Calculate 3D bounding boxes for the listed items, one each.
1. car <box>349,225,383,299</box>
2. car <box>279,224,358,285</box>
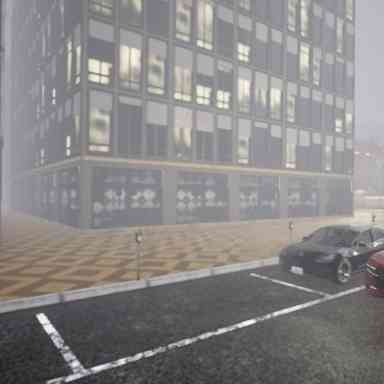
[{"bbox_3d":[5.897,1.553,7.592,5.008,1.535,1.882,1,0,-35],"label":"car"},{"bbox_3d":[4.456,1.643,9.752,4.313,1.339,1.947,1,0,-36],"label":"car"}]
